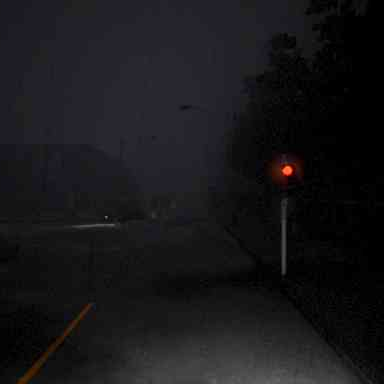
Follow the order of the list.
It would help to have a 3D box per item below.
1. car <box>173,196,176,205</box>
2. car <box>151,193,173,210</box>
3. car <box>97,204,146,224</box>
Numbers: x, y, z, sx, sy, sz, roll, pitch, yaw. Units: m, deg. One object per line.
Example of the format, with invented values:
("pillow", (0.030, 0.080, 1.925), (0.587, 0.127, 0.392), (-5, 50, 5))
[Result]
("car", (-4.023, 1.506, 60.826), (1.837, 1.490, 4.892), (0, 0, 0))
("car", (-4.065, 1.221, 43.928), (2.150, 2.045, 5.566), (0, 0, 0))
("car", (-5.207, 1.564, 24.971), (1.994, 1.385, 4.181), (0, 0, 22))
